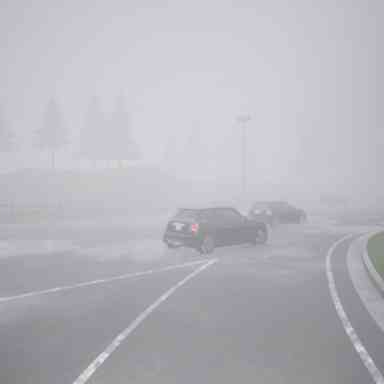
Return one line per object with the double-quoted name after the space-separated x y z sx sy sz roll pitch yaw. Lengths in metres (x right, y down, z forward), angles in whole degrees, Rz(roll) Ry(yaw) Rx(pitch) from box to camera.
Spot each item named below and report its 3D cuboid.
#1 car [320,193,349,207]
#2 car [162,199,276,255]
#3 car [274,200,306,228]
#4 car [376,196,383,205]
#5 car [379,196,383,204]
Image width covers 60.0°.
21.521 1.198 50.221 5.566 2.045 2.150 0 0 -41 "car"
1.084 1.345 13.566 4.553 1.767 2.097 0 0 -41 "car"
5.697 1.341 22.291 4.553 1.767 2.097 0 0 -41 "car"
32.438 1.450 55.306 5.008 1.535 1.882 0 0 -41 "car"
38.616 1.467 65.408 4.892 1.490 1.837 0 0 -41 "car"
